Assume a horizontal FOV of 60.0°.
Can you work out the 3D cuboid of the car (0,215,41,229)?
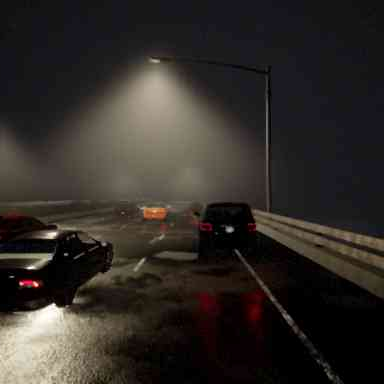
[{"bbox_3d":[-6.843,1.620,12.812,1.882,1.535,5.008,0,-1,0],"label":"car"}]

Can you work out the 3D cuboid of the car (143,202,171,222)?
[{"bbox_3d":[-3.114,1.700,30.356,2.097,1.767,4.553,0,-1,1],"label":"car"}]

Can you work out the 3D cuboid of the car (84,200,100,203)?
[{"bbox_3d":[-19.668,2.335,67.401,1.812,1.442,4.674,0,-1,2],"label":"car"}]

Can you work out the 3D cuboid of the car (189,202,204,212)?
[{"bbox_3d":[0.695,2.136,48.681,1.994,1.385,4.181,0,-1,2],"label":"car"}]

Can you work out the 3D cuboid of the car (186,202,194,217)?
[{"bbox_3d":[0.433,1.924,36.244,1.837,1.490,4.892,0,-1,2],"label":"car"}]

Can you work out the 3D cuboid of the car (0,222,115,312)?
[{"bbox_3d":[-3.378,1.639,8.151,2.033,1.411,5.357,0,-1,0],"label":"car"}]

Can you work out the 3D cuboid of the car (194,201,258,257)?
[{"bbox_3d":[1.284,1.379,13.776,2.150,2.045,5.566,0,-1,0],"label":"car"}]

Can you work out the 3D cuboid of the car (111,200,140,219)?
[{"bbox_3d":[-6.548,1.870,34.069,1.882,1.535,5.008,0,0,1],"label":"car"}]

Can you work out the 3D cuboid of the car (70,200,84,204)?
[{"bbox_3d":[-23.165,2.365,67.549,1.994,1.385,4.181,0,-1,2],"label":"car"}]

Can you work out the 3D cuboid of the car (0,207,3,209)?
[{"bbox_3d":[-17.350,1.843,27.910,1.812,1.442,4.674,0,-1,1],"label":"car"}]

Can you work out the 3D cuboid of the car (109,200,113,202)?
[{"bbox_3d":[-16.110,2.371,68.838,1.994,1.385,4.181,0,-1,2],"label":"car"}]
